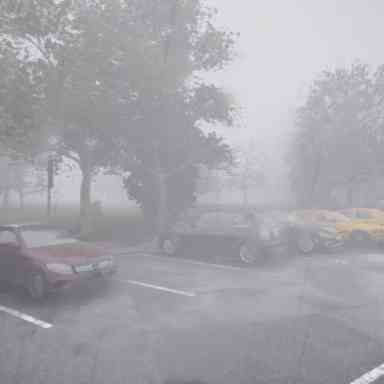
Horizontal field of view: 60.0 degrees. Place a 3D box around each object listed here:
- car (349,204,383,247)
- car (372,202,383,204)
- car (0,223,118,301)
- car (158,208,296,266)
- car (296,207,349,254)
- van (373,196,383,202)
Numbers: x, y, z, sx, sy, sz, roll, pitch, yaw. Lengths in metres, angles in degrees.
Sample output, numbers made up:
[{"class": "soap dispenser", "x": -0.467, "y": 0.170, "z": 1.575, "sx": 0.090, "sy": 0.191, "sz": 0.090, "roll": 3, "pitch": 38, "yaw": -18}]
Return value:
[{"class": "car", "x": 5.974, "y": 1.477, "z": 15.051, "sx": 5.366, "sy": 1.575, "sz": 1.946, "roll": -1, "pitch": -1, "yaw": 36}, {"class": "car", "x": 8.125, "y": 1.477, "z": 16.940, "sx": 5.366, "sy": 1.575, "sz": 1.946, "roll": -1, "pitch": 0, "yaw": 36}, {"class": "car", "x": -3.938, "y": 1.525, "z": 8.374, "sx": 4.674, "sy": 1.452, "sz": 2.002, "roll": -1, "pitch": -1, "yaw": 35}, {"class": "car", "x": 0.952, "y": 1.361, "z": 11.765, "sx": 4.553, "sy": 1.767, "sz": 2.185, "roll": -1, "pitch": -1, "yaw": 35}, {"class": "car", "x": 3.369, "y": 1.487, "z": 13.480, "sx": 4.892, "sy": 1.521, "sz": 2.231, "roll": -1, "pitch": -1, "yaw": 35}, {"class": "van", "x": 13.076, "y": 1.237, "z": 20.228, "sx": 4.442, "sy": 1.987, "sz": 1.878, "roll": -1, "pitch": 0, "yaw": 36}]
